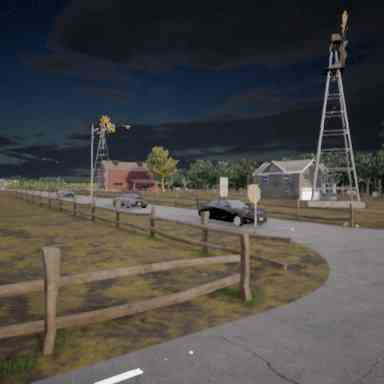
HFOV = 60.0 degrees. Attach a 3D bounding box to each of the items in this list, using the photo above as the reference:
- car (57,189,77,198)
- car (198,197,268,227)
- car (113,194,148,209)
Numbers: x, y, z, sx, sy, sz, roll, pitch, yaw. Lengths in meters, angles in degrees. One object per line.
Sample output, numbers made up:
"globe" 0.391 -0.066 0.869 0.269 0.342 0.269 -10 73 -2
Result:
"car" -18.600 0.184 49.341 1.994 1.385 4.181 0 2 -36
"car" 2.341 1.128 20.108 1.882 1.535 5.008 0 2 -35
"car" -5.889 0.841 31.579 1.994 1.385 4.181 0 2 -36
